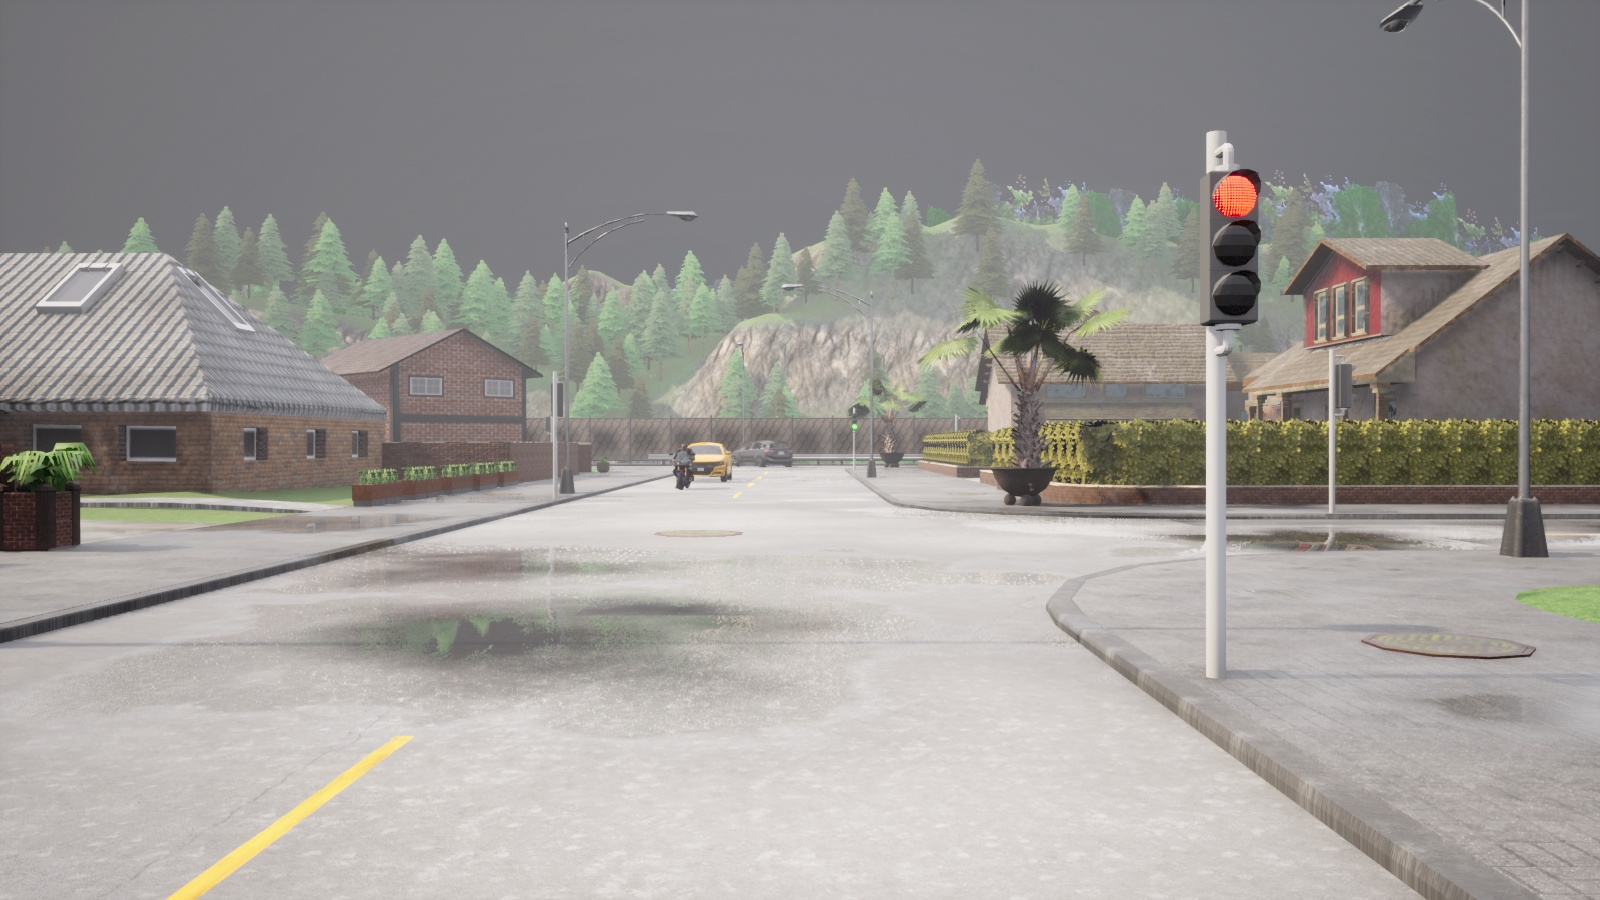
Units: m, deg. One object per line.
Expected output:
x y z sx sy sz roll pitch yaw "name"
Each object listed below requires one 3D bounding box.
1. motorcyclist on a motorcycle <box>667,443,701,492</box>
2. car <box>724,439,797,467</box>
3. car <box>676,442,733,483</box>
-3.750 0.549 40.694 0.866 1.530 2.191 0 0 1 "motorcyclist on a motorcycle"
-2.470 0.154 76.983 2.242 1.667 4.611 0 0 -37 "car"
-3.719 0.441 49.599 1.882 1.535 5.008 0 0 0 "car"
